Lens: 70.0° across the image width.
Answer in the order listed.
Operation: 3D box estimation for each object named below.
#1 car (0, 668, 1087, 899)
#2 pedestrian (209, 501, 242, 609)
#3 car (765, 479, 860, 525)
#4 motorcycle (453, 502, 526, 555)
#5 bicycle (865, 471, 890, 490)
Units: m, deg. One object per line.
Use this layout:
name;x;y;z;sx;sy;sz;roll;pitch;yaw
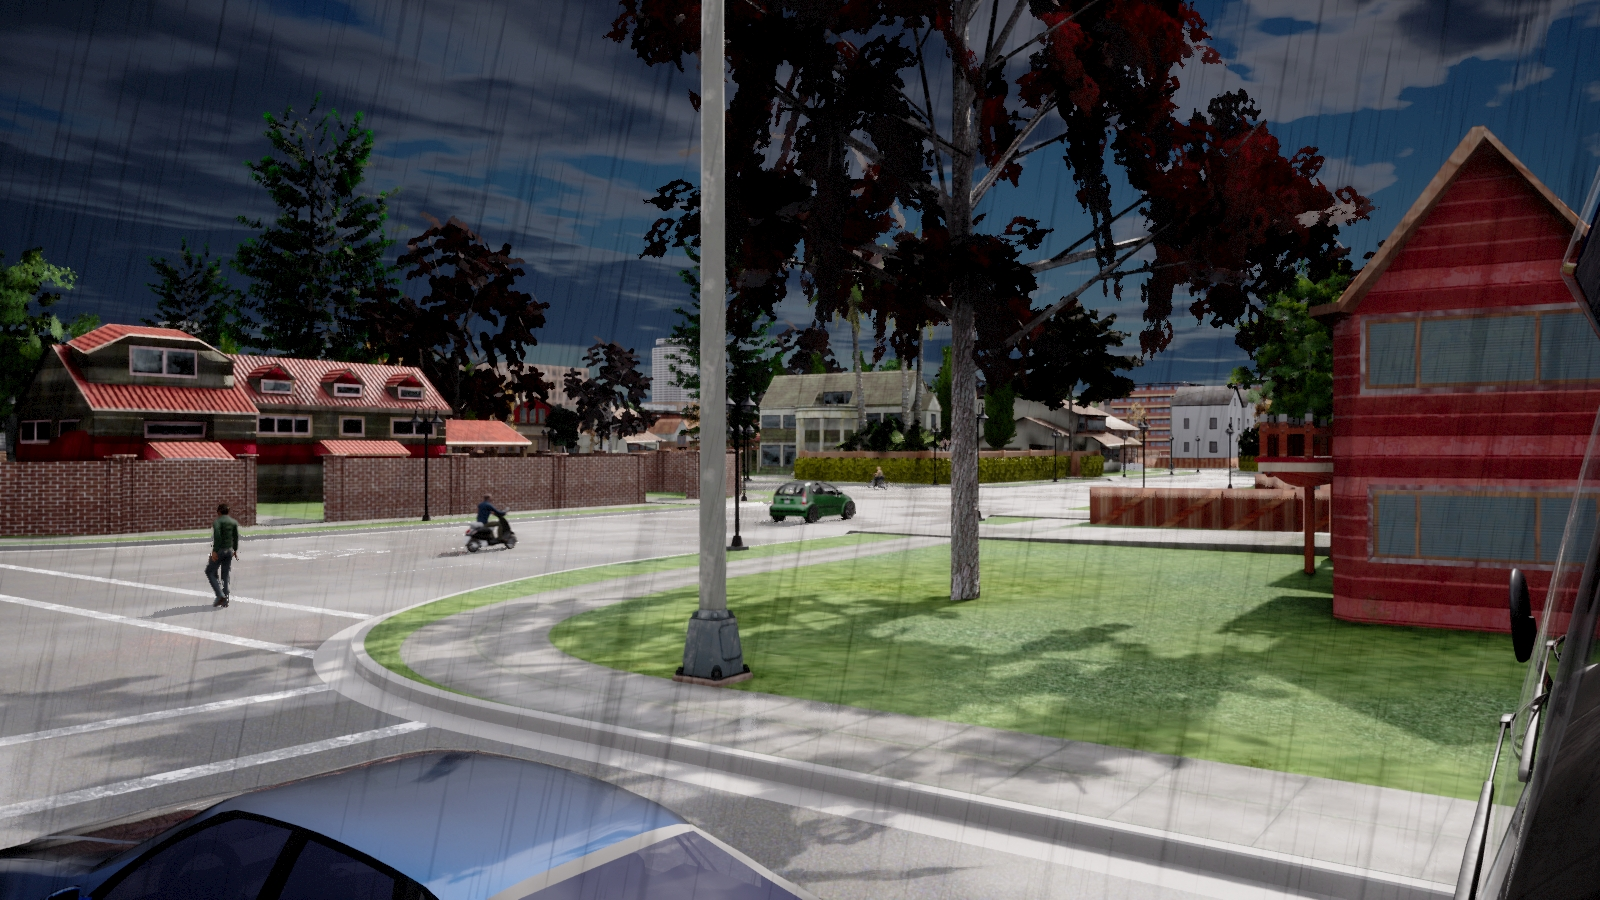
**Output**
car;-1.713;2.106;4.943;5.357;1.411;2.033;0;0;36
pedestrian;-10.158;1.848;20.215;0.375;1.860;0.375;0;0;31
car;0.550;1.999;44.861;1.851;1.617;3.988;0;0;33
motorcycle;-8.505;2.129;31.364;0.856;1.341;1.805;0;0;34
bicycle;5.202;2.040;76.745;1.487;1.301;0.859;0;-1;31
